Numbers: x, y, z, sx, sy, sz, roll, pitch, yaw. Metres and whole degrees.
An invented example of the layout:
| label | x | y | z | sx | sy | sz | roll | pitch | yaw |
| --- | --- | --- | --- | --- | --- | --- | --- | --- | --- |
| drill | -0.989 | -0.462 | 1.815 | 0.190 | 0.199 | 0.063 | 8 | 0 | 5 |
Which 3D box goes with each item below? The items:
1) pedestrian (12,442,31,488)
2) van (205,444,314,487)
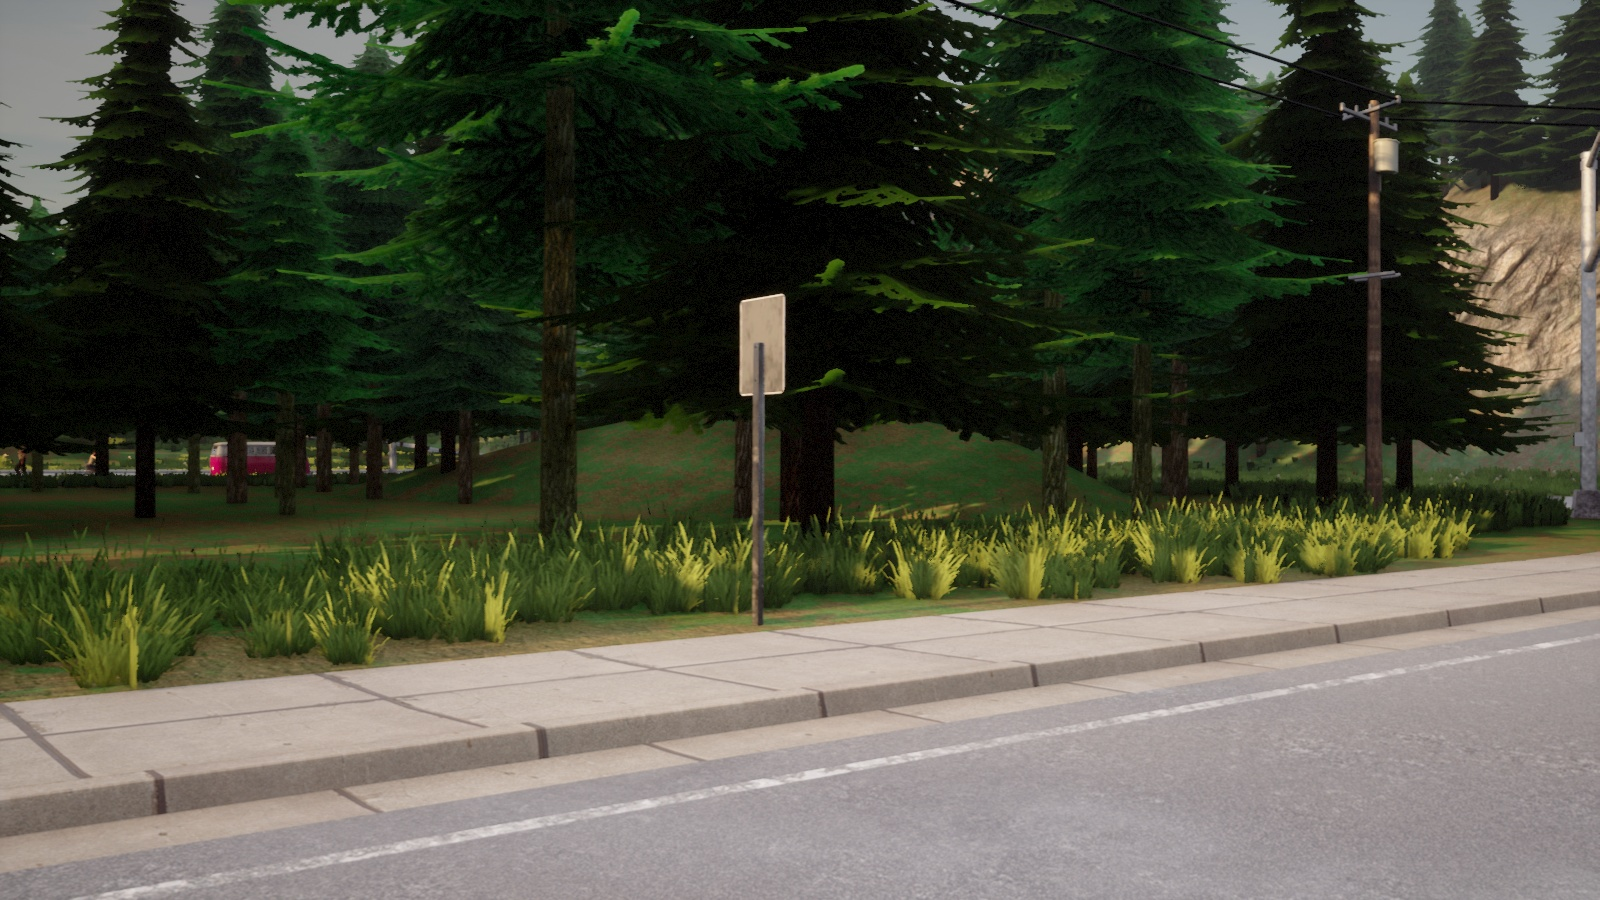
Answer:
| label | x | y | z | sx | sy | sz | roll | pitch | yaw |
| --- | --- | --- | --- | --- | --- | --- | --- | --- | --- |
| pedestrian | -31.141 | 0.599 | 50.226 | 0.634 | 1.846 | 0.331 | 0 | 0 | -39 |
| van | -25.542 | 0.711 | 59.411 | 4.442 | 1.987 | 1.775 | 0 | 0 | -35 |
